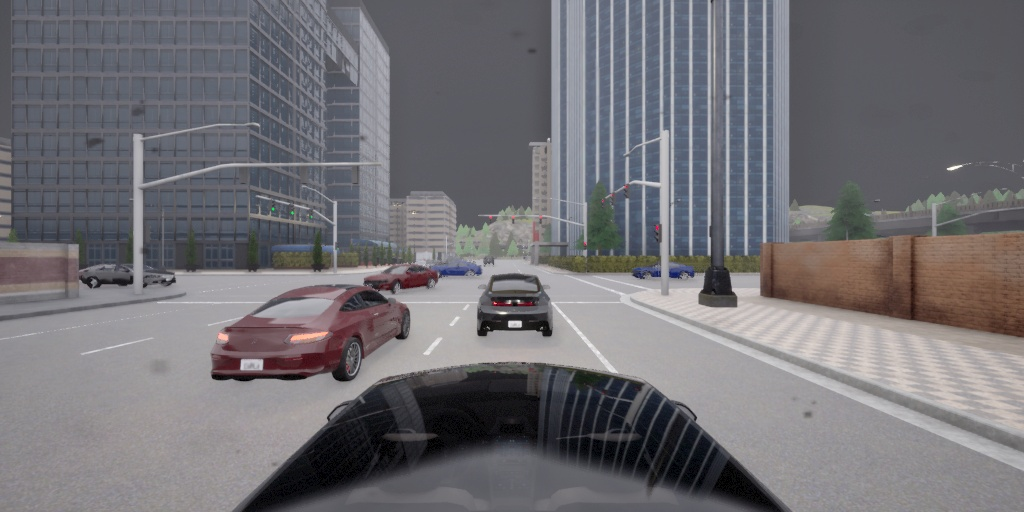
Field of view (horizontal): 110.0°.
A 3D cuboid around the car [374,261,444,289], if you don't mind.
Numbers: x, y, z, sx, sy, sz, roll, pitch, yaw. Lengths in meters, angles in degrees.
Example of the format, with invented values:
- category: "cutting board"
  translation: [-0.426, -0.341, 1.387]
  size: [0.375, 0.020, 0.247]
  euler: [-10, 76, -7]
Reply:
- category: "car"
  translation: [-6.218, 1.228, 20.399]
  size: [1.882, 1.535, 5.008]
  euler: [-1, 0, 22]

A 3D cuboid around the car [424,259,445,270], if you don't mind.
- category: "car"
  translation: [-11.433, 1.241, 53.544]
  size: [2.128, 1.511, 4.902]
  euler: [0, 0, -1]

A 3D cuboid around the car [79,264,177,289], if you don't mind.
- category: "car"
  translation: [-24.218, 1.241, 22.766]
  size: [4.902, 1.511, 2.128]
  euler: [0, 0, 0]

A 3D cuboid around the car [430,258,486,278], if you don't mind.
- category: "car"
  translation: [-5.252, 1.227, 33.656]
  size: [5.008, 1.535, 1.882]
  euler: [0, 0, 0]

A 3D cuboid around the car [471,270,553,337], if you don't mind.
- category: "car"
  translation: [0.069, 1.255, 10.314]
  size: [1.837, 1.490, 4.892]
  euler: [0, 0, 0]

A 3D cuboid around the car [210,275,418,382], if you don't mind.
- category: "car"
  translation: [-3.435, 1.276, 7.050]
  size: [1.812, 1.442, 4.674]
  euler: [0, 0, 0]

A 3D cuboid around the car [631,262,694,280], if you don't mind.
- category: "car"
  translation: [12.678, 1.228, 30.283]
  size: [5.008, 1.535, 1.882]
  euler: [0, 0, -1]

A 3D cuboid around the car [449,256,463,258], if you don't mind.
- category: "car"
  translation: [-7.872, 0.971, 50.049]
  size: [2.150, 2.045, 5.566]
  euler: [0, 0, -1]
